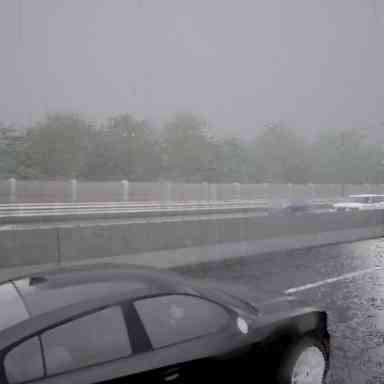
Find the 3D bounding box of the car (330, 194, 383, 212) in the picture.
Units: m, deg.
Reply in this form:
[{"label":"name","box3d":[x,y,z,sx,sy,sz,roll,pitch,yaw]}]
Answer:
[{"label":"car","box3d":[13.171,1.207,25.916,5.566,2.045,2.150,0,0,-34]}]

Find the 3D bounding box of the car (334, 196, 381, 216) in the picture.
[{"label":"car","box3d":[15.979,1.304,32.030,4.553,1.767,2.097,0,0,-34]}]

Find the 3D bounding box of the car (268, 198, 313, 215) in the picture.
[{"label":"car","box3d":[9.441,1.325,31.839,4.553,1.767,2.097,0,0,-34]}]

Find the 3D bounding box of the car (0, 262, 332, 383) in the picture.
[{"label":"car","box3d":[-0.626,1.479,3.287,5.008,1.535,1.882,0,0,-35]}]
